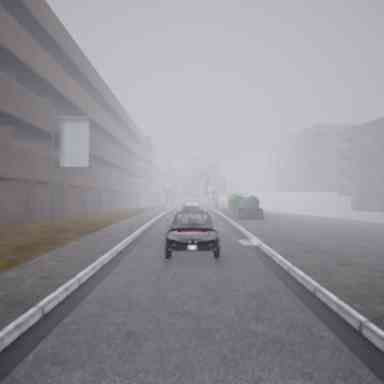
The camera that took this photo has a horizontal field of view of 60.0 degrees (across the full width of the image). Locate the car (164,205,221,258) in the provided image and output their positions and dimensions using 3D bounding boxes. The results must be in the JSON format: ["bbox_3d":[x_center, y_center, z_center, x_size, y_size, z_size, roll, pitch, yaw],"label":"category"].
[{"bbox_3d":[0.035,1.462,12.560,2.128,1.511,4.902,0,0,1],"label":"car"}]

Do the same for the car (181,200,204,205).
[{"bbox_3d":[0.034,1.440,28.263,1.812,1.442,4.674,0,0,1],"label":"car"}]
